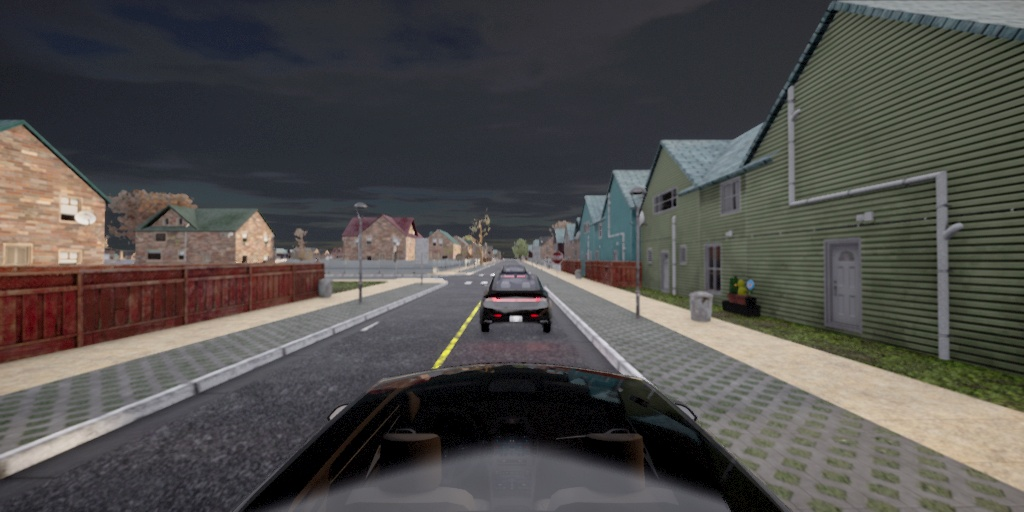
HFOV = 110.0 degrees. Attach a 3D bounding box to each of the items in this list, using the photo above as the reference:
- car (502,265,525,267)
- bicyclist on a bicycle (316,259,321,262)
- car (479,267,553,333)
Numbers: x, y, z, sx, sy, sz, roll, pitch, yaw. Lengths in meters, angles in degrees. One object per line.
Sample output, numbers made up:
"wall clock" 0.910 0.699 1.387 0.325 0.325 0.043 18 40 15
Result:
"car" 0.091 1.265 21.141 2.128 1.511 4.902 0 0 -1
"bicyclist on a bicycle" -20.144 1.139 37.332 0.582 1.620 1.656 0 0 0
"car" 0.112 1.252 10.764 2.128 1.511 4.902 0 0 0
